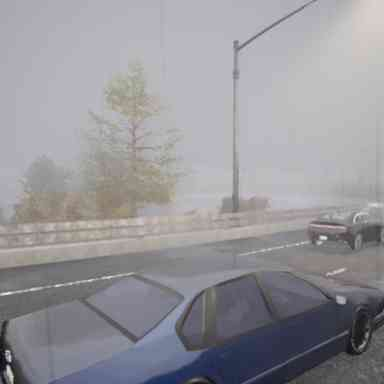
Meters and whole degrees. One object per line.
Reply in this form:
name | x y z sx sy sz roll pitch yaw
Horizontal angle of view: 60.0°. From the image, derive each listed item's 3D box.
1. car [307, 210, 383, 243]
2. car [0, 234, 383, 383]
car | 6.820 1.554 14.448 4.902 1.511 2.128 0 0 -43
car | 0.492 1.561 4.284 5.357 1.411 2.033 0 0 -38
